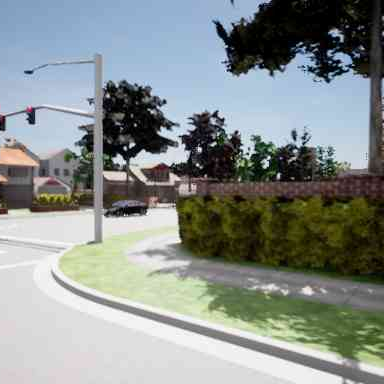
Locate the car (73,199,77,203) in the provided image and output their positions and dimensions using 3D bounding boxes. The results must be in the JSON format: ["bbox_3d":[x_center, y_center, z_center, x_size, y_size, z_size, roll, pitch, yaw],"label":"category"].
[{"bbox_3d":[-17.017,1.199,44.130,3.806,1.475,1.970,0,0,36],"label":"car"}]

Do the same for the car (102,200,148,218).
[{"bbox_3d":[-6.104,1.509,30.438,2.128,1.511,4.902,0,0,35],"label":"car"}]
